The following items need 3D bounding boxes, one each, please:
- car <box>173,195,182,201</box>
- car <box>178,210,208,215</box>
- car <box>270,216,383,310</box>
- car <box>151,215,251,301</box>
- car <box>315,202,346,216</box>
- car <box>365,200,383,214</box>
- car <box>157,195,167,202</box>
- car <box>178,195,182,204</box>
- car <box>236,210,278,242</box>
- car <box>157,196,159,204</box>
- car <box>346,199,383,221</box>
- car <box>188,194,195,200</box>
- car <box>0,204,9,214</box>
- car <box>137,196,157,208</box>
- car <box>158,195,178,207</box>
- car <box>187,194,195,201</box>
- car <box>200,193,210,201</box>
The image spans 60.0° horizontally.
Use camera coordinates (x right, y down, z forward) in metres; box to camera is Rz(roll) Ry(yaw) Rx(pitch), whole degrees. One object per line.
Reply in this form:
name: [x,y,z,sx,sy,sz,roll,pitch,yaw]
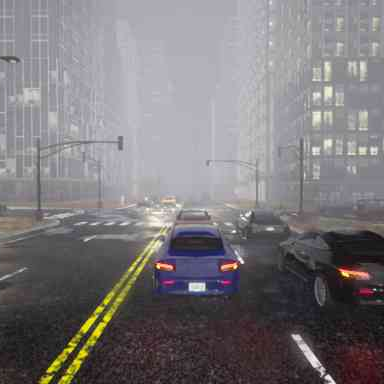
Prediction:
car: [-3.396,1.402,78.983,1.882,1.535,5.008,0,0,0]
car: [0.071,1.591,17.380,1.895,1.301,4.718,0,0,0]
car: [3.338,1.522,7.649,1.812,1.442,4.674,0,0,0]
car: [0.087,1.522,8.213,1.812,1.442,4.674,0,0,0]
car: [15.040,1.702,33.755,4.718,1.301,1.895,0,1,1]
car: [21.744,1.643,36.264,4.829,1.417,1.752,1,0,1]
car: [-6.638,1.433,74.285,1.837,1.490,4.892,0,0,0]
car: [-3.418,1.548,63.773,1.895,1.301,4.718,0,0,0]
car: [3.325,1.555,16.219,1.994,1.385,4.181,0,0,-1]
car: [-6.685,1.453,59.881,1.837,1.490,4.892,0,1,0]
car: [16.151,1.519,27.967,5.009,1.841,2.192,1,0,1]
car: [-0.165,1.267,89.144,1.812,1.442,4.674,0,0,0]
car: [-19.811,1.442,31.081,4.718,1.301,1.895,1,1,1]
car: [-6.686,1.513,47.876,2.033,1.411,5.357,0,0,0]
car: [-3.434,1.442,49.275,1.882,1.535,5.008,0,0,0]
car: [-0.146,1.514,79.172,1.895,1.301,4.718,0,0,0]
car: [3.105,1.144,78.761,2.150,2.045,5.566,0,0,0]
